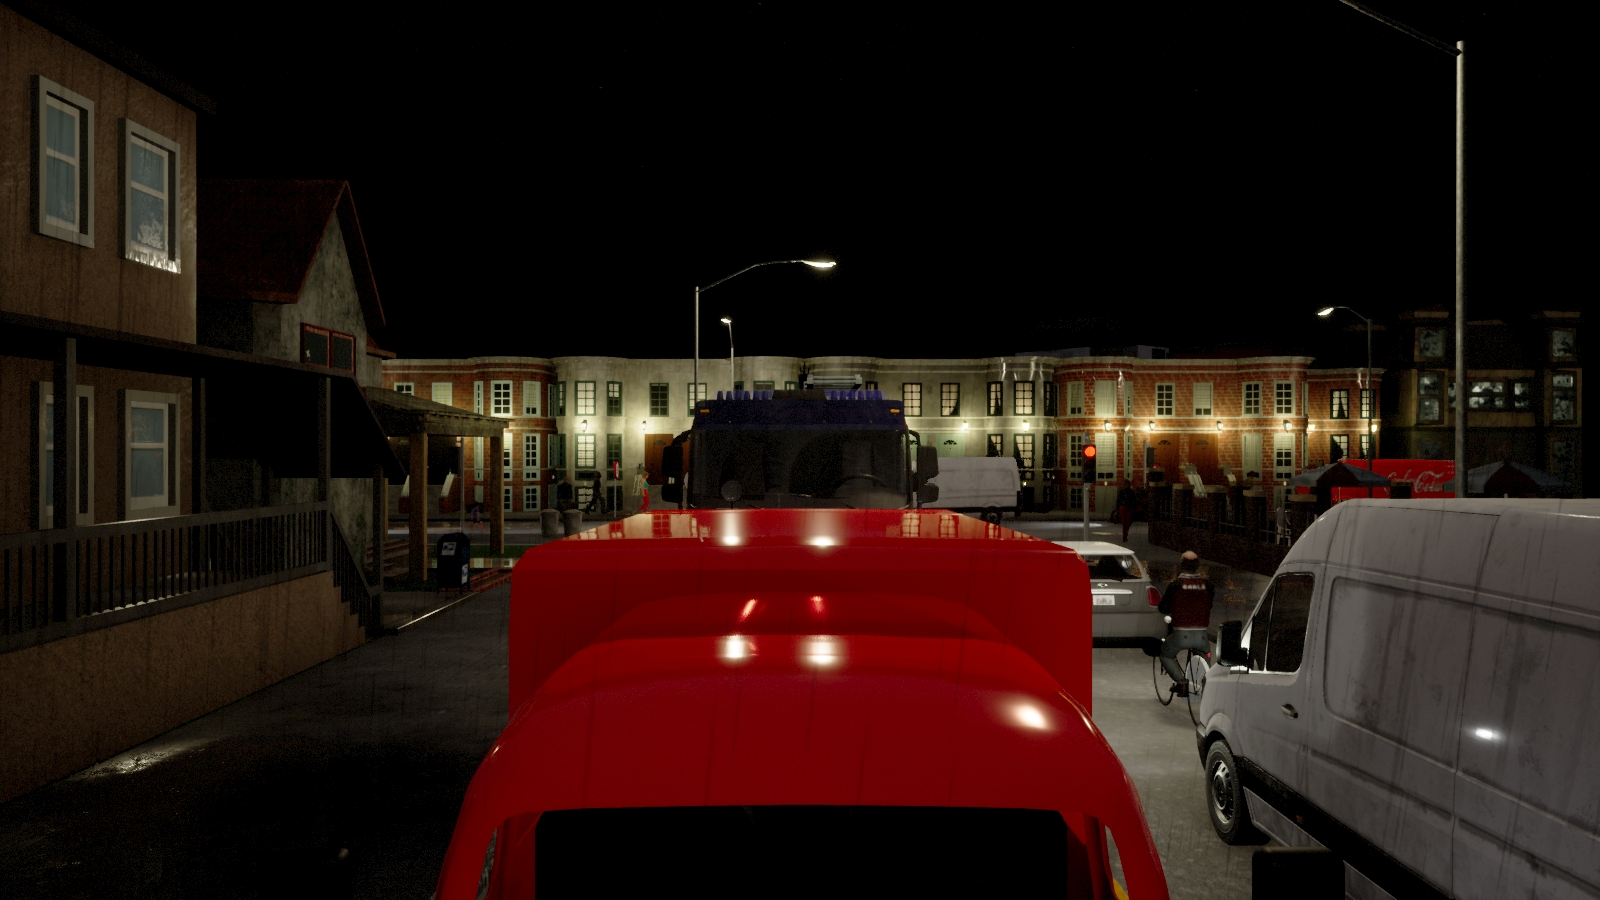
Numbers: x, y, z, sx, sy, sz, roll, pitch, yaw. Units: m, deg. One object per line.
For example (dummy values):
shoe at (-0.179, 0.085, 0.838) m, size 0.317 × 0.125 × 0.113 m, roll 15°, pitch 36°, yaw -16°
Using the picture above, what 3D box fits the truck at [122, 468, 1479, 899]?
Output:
truck at (-0.002, 1.351, 4.813) m, size 2.627 × 2.467 × 5.204 m, roll 0°, pitch 0°, yaw 0°

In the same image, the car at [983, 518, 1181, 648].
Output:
car at (3.996, 1.852, 16.834) m, size 1.970 × 1.475 × 3.806 m, roll 0°, pitch 0°, yaw 0°

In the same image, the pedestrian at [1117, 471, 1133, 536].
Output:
pedestrian at (9.354, 1.530, 32.896) m, size 0.375 × 1.860 × 0.375 m, roll 0°, pitch 0°, yaw 1°

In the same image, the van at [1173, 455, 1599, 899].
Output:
van at (4.008, 1.318, 6.281) m, size 1.988 × 2.561 × 5.915 m, roll 0°, pitch 0°, yaw 0°

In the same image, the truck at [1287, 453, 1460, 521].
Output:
truck at (21.496, 1.366, 43.033) m, size 5.204 × 2.467 × 2.627 m, roll 0°, pitch 0°, yaw 0°

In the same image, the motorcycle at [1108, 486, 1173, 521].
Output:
motorcycle at (12.806, 2.003, 43.025) m, size 2.209 × 1.251 × 0.867 m, roll 0°, pitch 0°, yaw 0°

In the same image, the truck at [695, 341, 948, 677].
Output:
truck at (0.275, 0.678, 17.256) m, size 2.891 × 3.827 × 8.468 m, roll 0°, pitch 0°, yaw 0°

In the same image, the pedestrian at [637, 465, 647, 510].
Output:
pedestrian at (-6.494, 1.545, 46.930) m, size 0.375 × 1.860 × 0.375 m, roll 0°, pitch 0°, yaw 0°

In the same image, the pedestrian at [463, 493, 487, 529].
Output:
pedestrian at (-10.230, 1.921, 35.969) m, size 0.500 × 1.100 × 0.500 m, roll 0°, pitch 0°, yaw 23°

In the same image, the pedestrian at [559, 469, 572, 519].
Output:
pedestrian at (-8.743, 1.647, 42.615) m, size 0.375 × 1.860 × 0.375 m, roll 0°, pitch 0°, yaw 6°

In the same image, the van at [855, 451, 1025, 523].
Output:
van at (5.140, 1.332, 42.339) m, size 5.915 × 2.561 × 1.988 m, roll 0°, pitch 0°, yaw -10°

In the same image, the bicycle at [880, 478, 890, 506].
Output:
bicycle at (4.005, 1.963, 53.762) m, size 0.329 × 1.271 × 1.835 m, roll 0°, pitch 0°, yaw 0°
